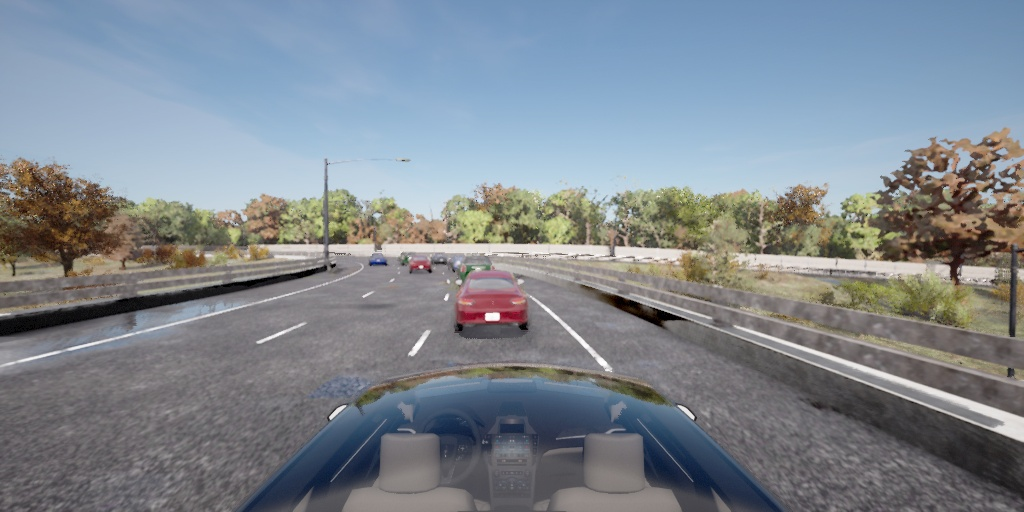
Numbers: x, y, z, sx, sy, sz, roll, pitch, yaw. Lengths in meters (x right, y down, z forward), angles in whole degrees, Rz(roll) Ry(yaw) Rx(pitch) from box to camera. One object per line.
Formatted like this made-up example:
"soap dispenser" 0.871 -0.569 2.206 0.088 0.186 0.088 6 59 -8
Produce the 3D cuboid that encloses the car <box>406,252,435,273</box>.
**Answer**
"car" -7.933 0.671 30.886 1.812 1.442 4.674 0 1 -17

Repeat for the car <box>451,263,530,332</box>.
"car" -0.611 1.099 10.070 1.812 1.442 4.674 0 1 -5

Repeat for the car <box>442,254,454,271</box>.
"car" -4.757 0.654 32.436 2.033 1.411 5.357 0 1 -17

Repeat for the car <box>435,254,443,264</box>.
"car" -9.140 0.422 44.583 1.994 1.385 4.181 -1 1 -22

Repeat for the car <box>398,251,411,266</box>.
"car" -12.816 0.222 44.218 2.097 1.767 4.553 -1 1 -23

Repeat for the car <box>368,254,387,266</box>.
"car" -16.306 0.457 43.496 1.994 1.385 4.181 -1 1 -24

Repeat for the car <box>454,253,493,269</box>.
"car" -2.139 0.696 20.977 2.097 1.767 4.553 0 1 -10
